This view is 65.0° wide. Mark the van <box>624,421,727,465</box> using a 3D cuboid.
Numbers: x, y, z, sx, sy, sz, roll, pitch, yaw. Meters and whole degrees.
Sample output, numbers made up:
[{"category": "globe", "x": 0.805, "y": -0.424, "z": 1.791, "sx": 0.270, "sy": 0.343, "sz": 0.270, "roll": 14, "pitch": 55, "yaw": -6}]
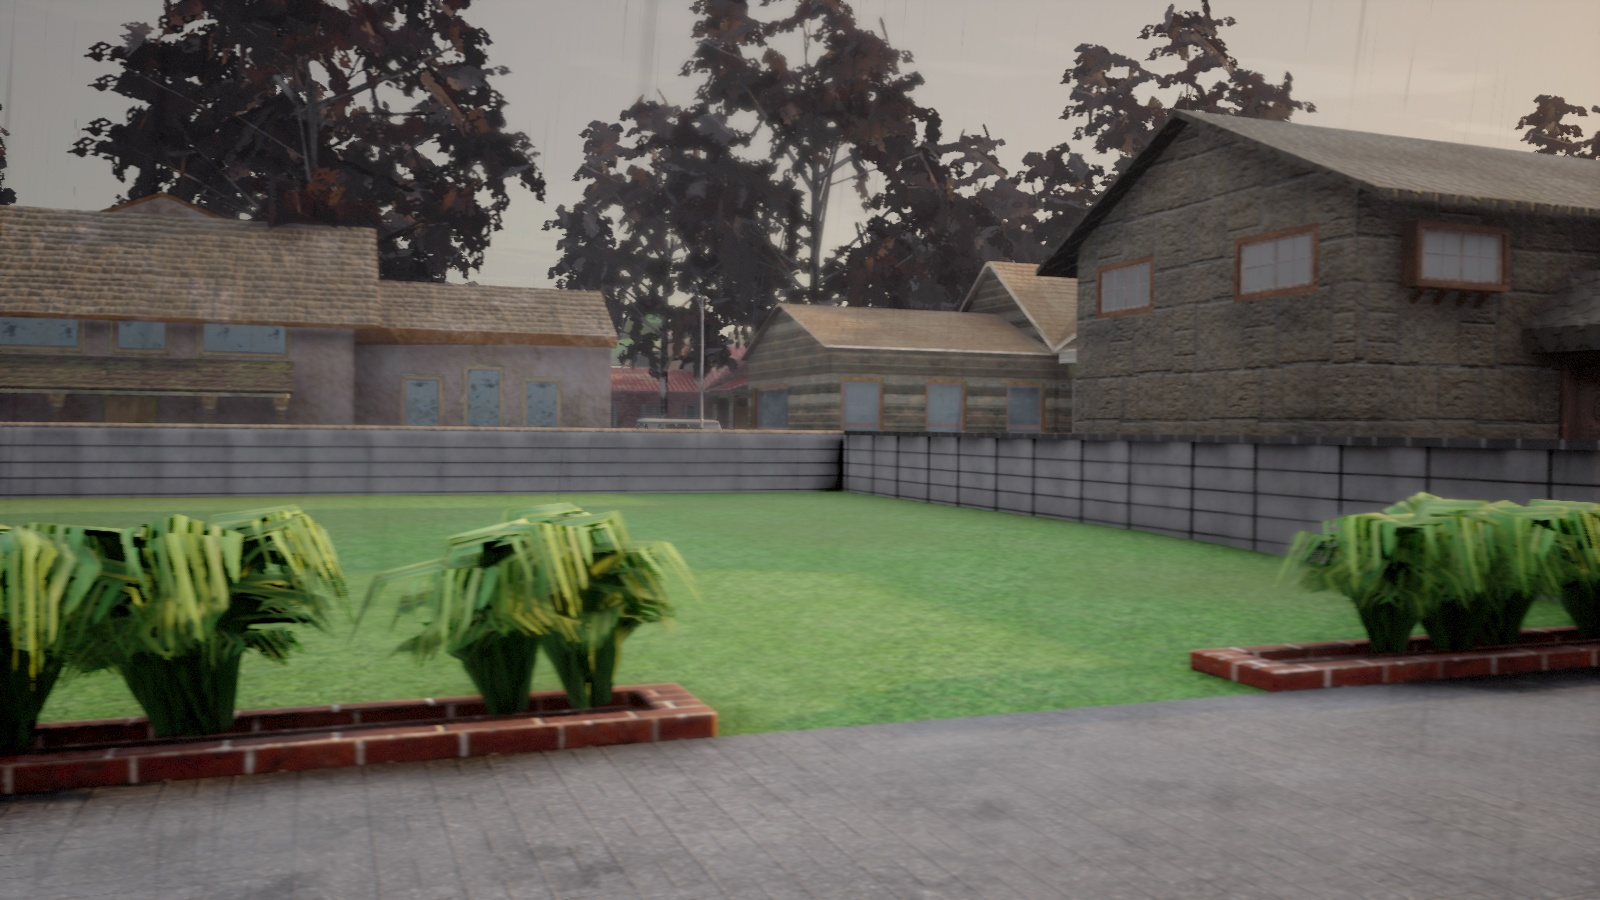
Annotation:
[{"category": "van", "x": -5.824, "y": -0.343, "z": 58.794, "sx": 4.442, "sy": 1.987, "sz": 1.775, "roll": -1, "pitch": 1, "yaw": -21}]
